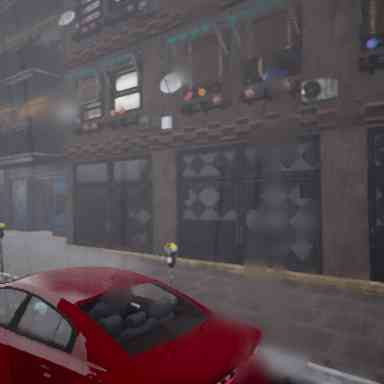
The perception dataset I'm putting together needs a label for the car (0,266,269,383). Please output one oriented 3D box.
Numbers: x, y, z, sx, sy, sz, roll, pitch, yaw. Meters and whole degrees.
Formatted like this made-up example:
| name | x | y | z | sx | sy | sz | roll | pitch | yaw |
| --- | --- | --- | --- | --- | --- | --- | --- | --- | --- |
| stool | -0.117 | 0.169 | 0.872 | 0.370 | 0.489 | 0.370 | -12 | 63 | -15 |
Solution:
| name | x | y | z | sx | sy | sz | roll | pitch | yaw |
| --- | --- | --- | --- | --- | --- | --- | --- | --- | --- |
| car | -1.410 | 1.531 | 3.745 | 4.507 | 1.381 | 1.887 | 0 | -1 | 35 |
